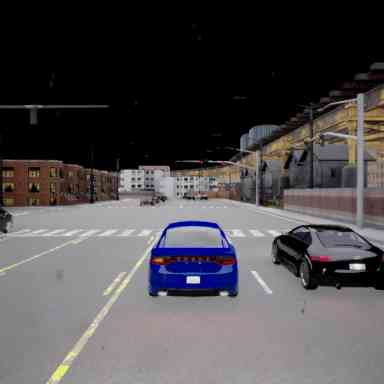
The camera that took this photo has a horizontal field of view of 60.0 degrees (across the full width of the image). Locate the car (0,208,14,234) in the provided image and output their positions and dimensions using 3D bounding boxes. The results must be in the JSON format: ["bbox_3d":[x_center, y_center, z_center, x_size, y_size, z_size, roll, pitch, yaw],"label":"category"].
[{"bbox_3d":[-10.666,1.505,16.571,1.837,1.490,4.892,2,0,-5],"label":"car"}]

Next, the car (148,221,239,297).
[{"bbox_3d":[0.035,1.478,8.638,1.882,1.535,5.008,0,0,0],"label":"car"}]

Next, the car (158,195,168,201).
[{"bbox_3d":[-7.258,1.539,84.147,2.033,1.411,5.357,0,0,0],"label":"car"}]

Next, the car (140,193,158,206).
[{"bbox_3d":[-7.251,1.352,54.607,2.097,1.767,4.553,0,0,0],"label":"car"}]

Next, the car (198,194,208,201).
[{"bbox_3d":[3.204,1.471,87.658,1.882,1.535,5.008,0,0,-3],"label":"car"}]

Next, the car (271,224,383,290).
[{"bbox_3d":[3.538,1.564,9.104,1.994,1.385,4.181,0,0,0],"label":"car"}]

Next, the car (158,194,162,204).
[{"bbox_3d":[-7.246,1.526,63.406,1.812,1.442,4.674,0,0,0],"label":"car"}]

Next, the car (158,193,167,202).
[{"bbox_3d":[-7.225,1.225,73.640,2.150,2.045,5.566,0,0,0],"label":"car"}]

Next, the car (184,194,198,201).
[{"bbox_3d":[-0.282,1.345,86.759,2.097,1.767,4.553,0,0,-3],"label":"car"}]
